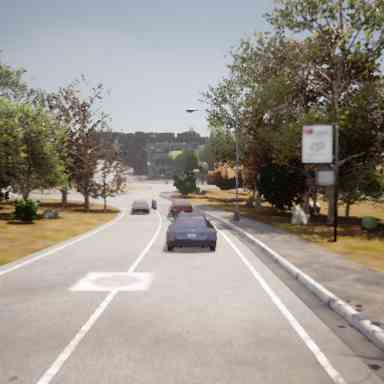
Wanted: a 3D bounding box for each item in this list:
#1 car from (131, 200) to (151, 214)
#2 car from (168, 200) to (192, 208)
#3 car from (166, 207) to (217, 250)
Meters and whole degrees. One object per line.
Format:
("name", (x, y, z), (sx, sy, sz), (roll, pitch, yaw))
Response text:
("car", (-5.398, 1.514, 34.870), (2.033, 1.411, 5.357), (-1, 1, -10))
("car", (-1.057, 1.449, 29.385), (1.882, 1.535, 5.008), (-1, 1, -7))
("car", (-0.038, 1.565, 14.198), (1.994, 1.385, 4.181), (0, 0, -1))
